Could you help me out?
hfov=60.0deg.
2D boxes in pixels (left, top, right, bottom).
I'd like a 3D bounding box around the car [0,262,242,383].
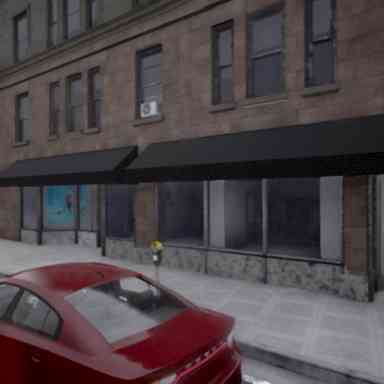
[{"bbox_3d":[-1.611,1.547,4.017,4.507,1.381,1.887,0,0,36],"label":"car"}]
